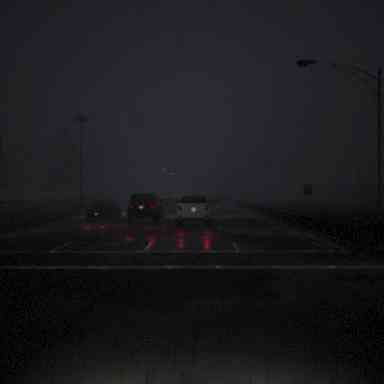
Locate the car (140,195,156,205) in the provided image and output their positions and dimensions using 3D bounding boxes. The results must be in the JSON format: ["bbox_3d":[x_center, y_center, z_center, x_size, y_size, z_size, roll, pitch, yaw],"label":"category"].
[{"bbox_3d":[-6.901,1.269,52.915,1.882,1.535,5.008,0,0,0],"label":"car"}]

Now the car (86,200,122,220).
[{"bbox_3d":[-6.900,1.387,26.411,2.128,1.511,4.902,0,0,0],"label":"car"}]

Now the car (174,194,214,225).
[{"bbox_3d":[0.099,1.130,23.092,2.150,2.045,5.566,0,0,0],"label":"car"}]

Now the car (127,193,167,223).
[{"bbox_3d":[-3.400,1.123,24.997,2.150,2.045,5.566,0,0,0],"label":"car"}]

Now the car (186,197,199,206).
[{"bbox_3d":[0.099,1.404,49.898,1.895,1.301,4.718,0,0,0],"label":"car"}]

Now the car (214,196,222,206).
[{"bbox_3d":[3.499,1.307,50.268,1.837,1.490,4.892,0,0,0],"label":"car"}]

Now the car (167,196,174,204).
[{"bbox_3d":[-3.402,1.359,51.918,1.994,1.385,4.181,0,0,0],"label":"car"}]

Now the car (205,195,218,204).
[{"bbox_3d":[3.499,1.308,60.688,2.033,1.411,5.357,0,0,0],"label":"car"}]
